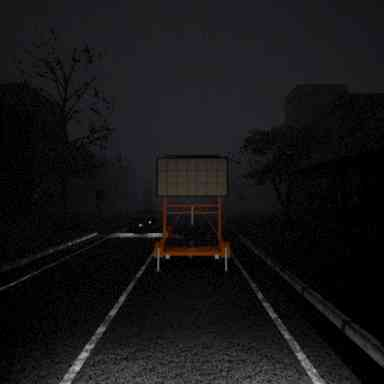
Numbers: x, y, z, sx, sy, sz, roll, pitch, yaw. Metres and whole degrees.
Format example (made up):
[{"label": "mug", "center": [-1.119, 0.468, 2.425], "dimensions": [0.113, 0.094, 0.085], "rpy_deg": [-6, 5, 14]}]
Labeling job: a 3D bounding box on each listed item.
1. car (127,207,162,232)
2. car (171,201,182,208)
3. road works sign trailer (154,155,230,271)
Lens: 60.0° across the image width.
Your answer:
[{"label": "car", "center": [-3.082, 1.775, 22.378], "dimensions": [1.837, 1.490, 4.892], "rpy_deg": [0, -1, 0]}, {"label": "car", "center": [-2.981, 2.395, 64.469], "dimensions": [2.033, 1.411, 5.357], "rpy_deg": [0, -1, 1]}, {"label": "road works sign trailer", "center": [0.009, 0.566, 11.193], "dimensions": [2.380, 3.560, 2.880], "rpy_deg": [0, -1, 0]}]
